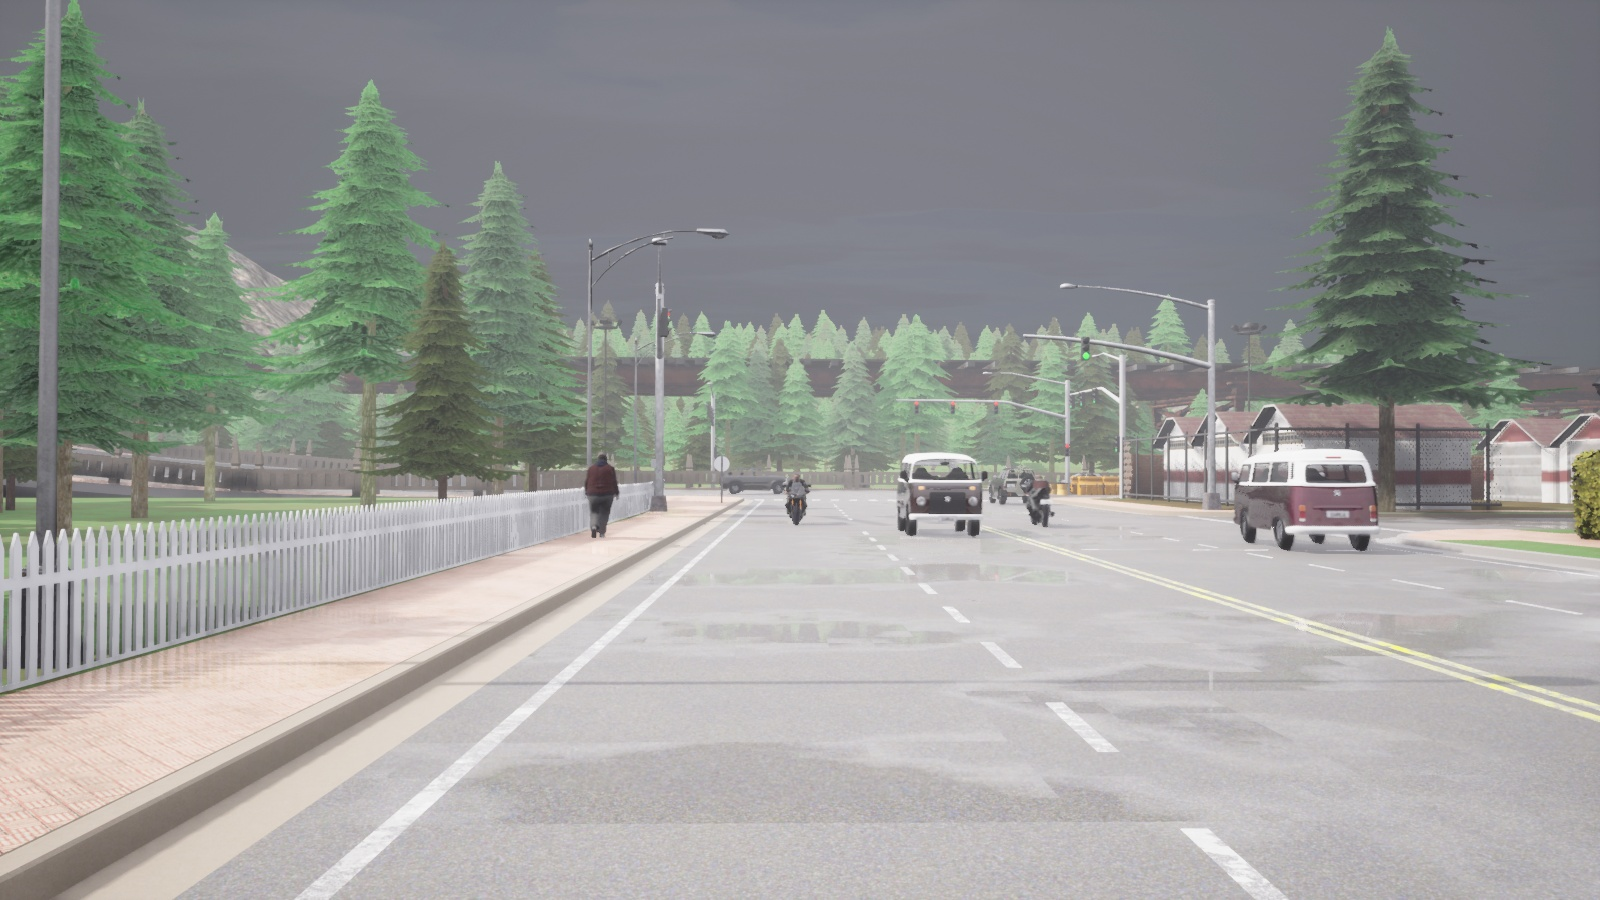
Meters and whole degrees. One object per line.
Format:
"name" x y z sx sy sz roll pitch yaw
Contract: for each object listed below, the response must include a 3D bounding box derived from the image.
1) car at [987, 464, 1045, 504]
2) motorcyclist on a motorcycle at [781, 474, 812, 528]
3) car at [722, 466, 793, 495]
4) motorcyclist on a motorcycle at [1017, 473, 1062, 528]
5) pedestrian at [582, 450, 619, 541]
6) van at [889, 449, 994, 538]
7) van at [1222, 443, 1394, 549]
"car" 10.351 1.604 60.516 1.932 1.855 4.605 0 -1 0
"motorcyclist on a motorcycle" -0.090 1.461 36.489 0.866 1.530 2.191 0 -1 0
"car" -2.759 2.023 82.420 4.605 1.855 1.932 0 -1 -2
"motorcyclist on a motorcycle" 6.910 1.430 36.295 0.866 1.530 2.191 0 -1 0
"pedestrian" -4.078 0.920 25.730 0.634 1.844 0.899 0 -1 -1
"van" 3.422 1.047 31.200 2.069 2.038 4.480 0 -1 0
"van" 10.632 0.941 26.674 2.069 2.038 4.480 -1 -1 4
